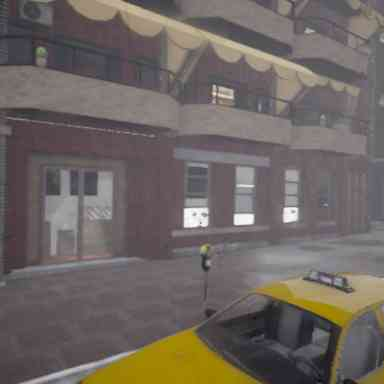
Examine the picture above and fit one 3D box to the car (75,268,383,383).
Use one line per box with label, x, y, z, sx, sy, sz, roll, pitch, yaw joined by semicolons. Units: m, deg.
car;1.138;1.499;3.210;4.829;1.417;1.752;0;2;-34
